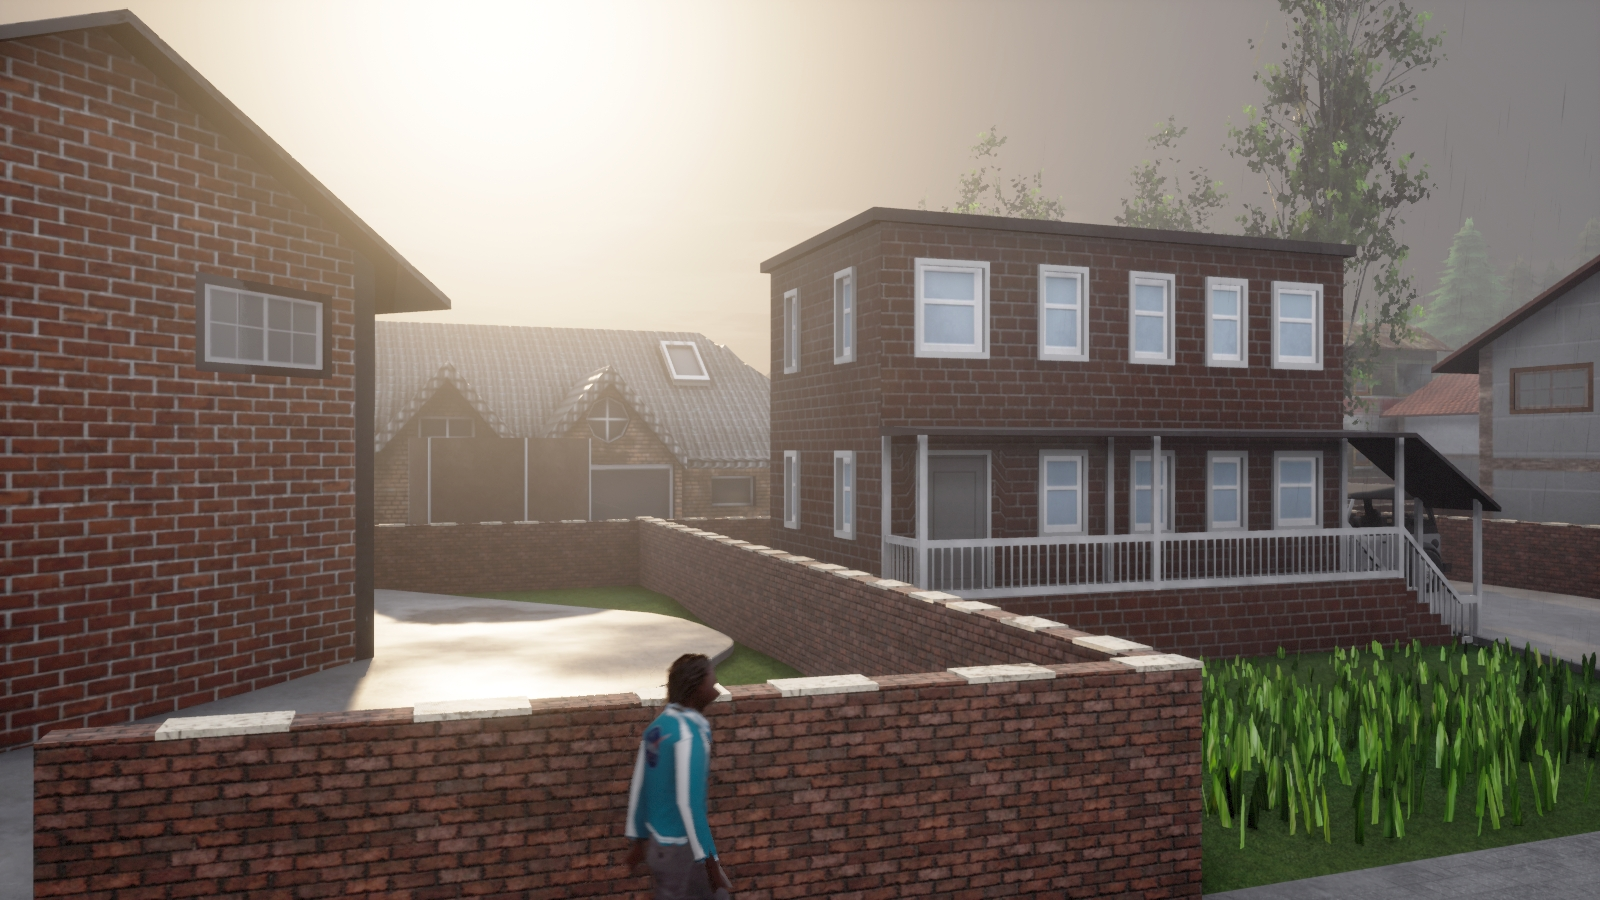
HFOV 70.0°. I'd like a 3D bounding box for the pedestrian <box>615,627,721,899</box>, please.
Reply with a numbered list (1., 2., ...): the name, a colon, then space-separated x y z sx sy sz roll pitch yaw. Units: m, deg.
1. pedestrian: -0.587 1.747 5.034 0.375 1.860 0.375 0 0 -23
